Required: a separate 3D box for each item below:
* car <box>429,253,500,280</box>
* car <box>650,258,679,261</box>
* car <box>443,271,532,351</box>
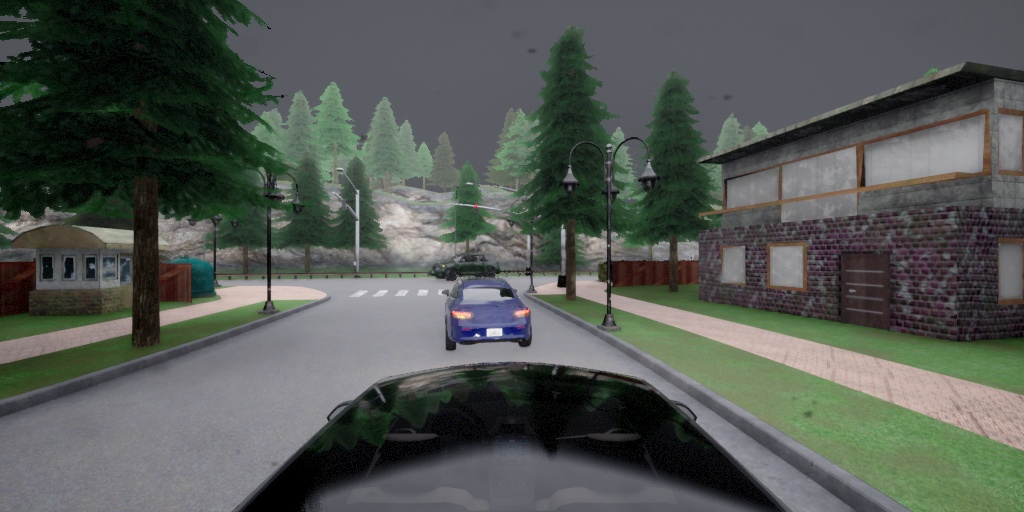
[{"bbox_3d":[-3.577,0.823,27.704,5.566,2.045,2.150,0,0,-37],"label":"car"},{"bbox_3d":[13.469,0.945,32.992,4.553,1.767,2.097,0,0,-12],"label":"car"},{"bbox_3d":[-0.756,1.276,9.025,1.812,1.442,4.674,0,0,-11],"label":"car"}]
